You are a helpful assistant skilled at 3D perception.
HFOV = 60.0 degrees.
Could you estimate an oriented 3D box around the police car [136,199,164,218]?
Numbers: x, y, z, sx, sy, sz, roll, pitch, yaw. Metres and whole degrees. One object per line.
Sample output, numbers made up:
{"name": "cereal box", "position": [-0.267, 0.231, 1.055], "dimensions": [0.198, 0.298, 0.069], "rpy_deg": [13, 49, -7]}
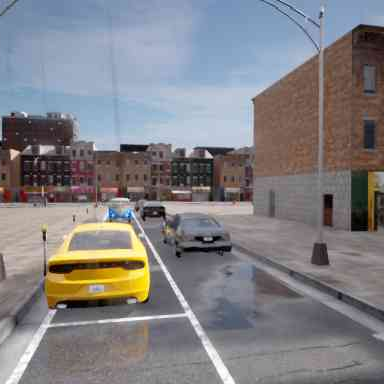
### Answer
{"name": "police car", "position": [-3.412, 1.430, 28.301], "dimensions": [1.930, 1.638, 5.238], "rpy_deg": [0, 0, -12]}

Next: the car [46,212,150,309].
{"name": "car", "position": [-2.122, 1.477, 8.024], "dimensions": [1.882, 1.535, 5.008], "rpy_deg": [0, 0, -12]}

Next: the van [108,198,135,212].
{"name": "van", "position": [-5.313, 1.344, 24.570], "dimensions": [1.690, 1.788, 3.998], "rpy_deg": [-1, 0, -12]}

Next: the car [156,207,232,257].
{"name": "car", "position": [-0.024, 1.547, 13.076], "dimensions": [2.033, 1.411, 5.357], "rpy_deg": [0, 0, -12]}
